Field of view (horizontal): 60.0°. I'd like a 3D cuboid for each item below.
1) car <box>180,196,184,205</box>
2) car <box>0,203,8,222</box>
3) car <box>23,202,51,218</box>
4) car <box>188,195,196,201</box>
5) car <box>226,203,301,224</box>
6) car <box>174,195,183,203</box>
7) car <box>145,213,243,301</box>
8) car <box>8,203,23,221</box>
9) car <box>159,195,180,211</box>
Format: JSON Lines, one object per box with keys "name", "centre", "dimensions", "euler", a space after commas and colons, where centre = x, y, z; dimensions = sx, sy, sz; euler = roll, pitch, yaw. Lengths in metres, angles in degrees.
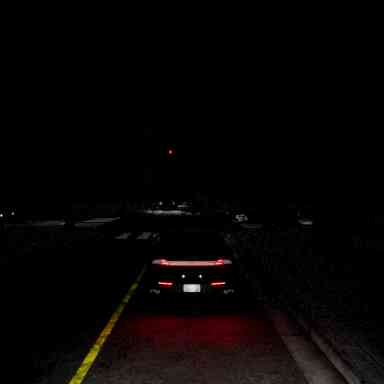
{"name": "car", "centre": [-2.843, 1.519, 56.529], "dimensions": [1.994, 1.385, 4.181], "euler": [0, 0, 0]}
{"name": "car", "centre": [-14.773, 1.540, 21.470], "dimensions": [4.313, 1.339, 1.947], "euler": [0, 0, 0]}
{"name": "car", "centre": [-14.768, 1.580, 29.496], "dimensions": [4.313, 1.339, 1.947], "euler": [0, 0, 0]}
{"name": "car", "centre": [-0.012, 1.451, 81.346], "dimensions": [1.812, 1.442, 4.674], "euler": [0, 0, 0]}
{"name": "car", "centre": [5.012, 1.535, 24.266], "dimensions": [5.357, 1.411, 2.033], "euler": [0, 0, 6]}
{"name": "car", "centre": [-2.760, 1.463, 69.887], "dimensions": [1.812, 1.442, 4.674], "euler": [0, 0, 0]}
{"name": "car", "centre": [0.000, 1.492, 8.323], "dimensions": [2.128, 1.511, 4.902], "euler": [0, 0, 0]}
{"name": "car", "centre": [-15.688, 1.209, 24.011], "dimensions": [5.566, 2.045, 2.150], "euler": [0, 0, 0]}
{"name": "car", "centre": [-2.856, 1.329, 40.615], "dimensions": [2.097, 1.767, 4.553], "euler": [0, 0, 0]}
